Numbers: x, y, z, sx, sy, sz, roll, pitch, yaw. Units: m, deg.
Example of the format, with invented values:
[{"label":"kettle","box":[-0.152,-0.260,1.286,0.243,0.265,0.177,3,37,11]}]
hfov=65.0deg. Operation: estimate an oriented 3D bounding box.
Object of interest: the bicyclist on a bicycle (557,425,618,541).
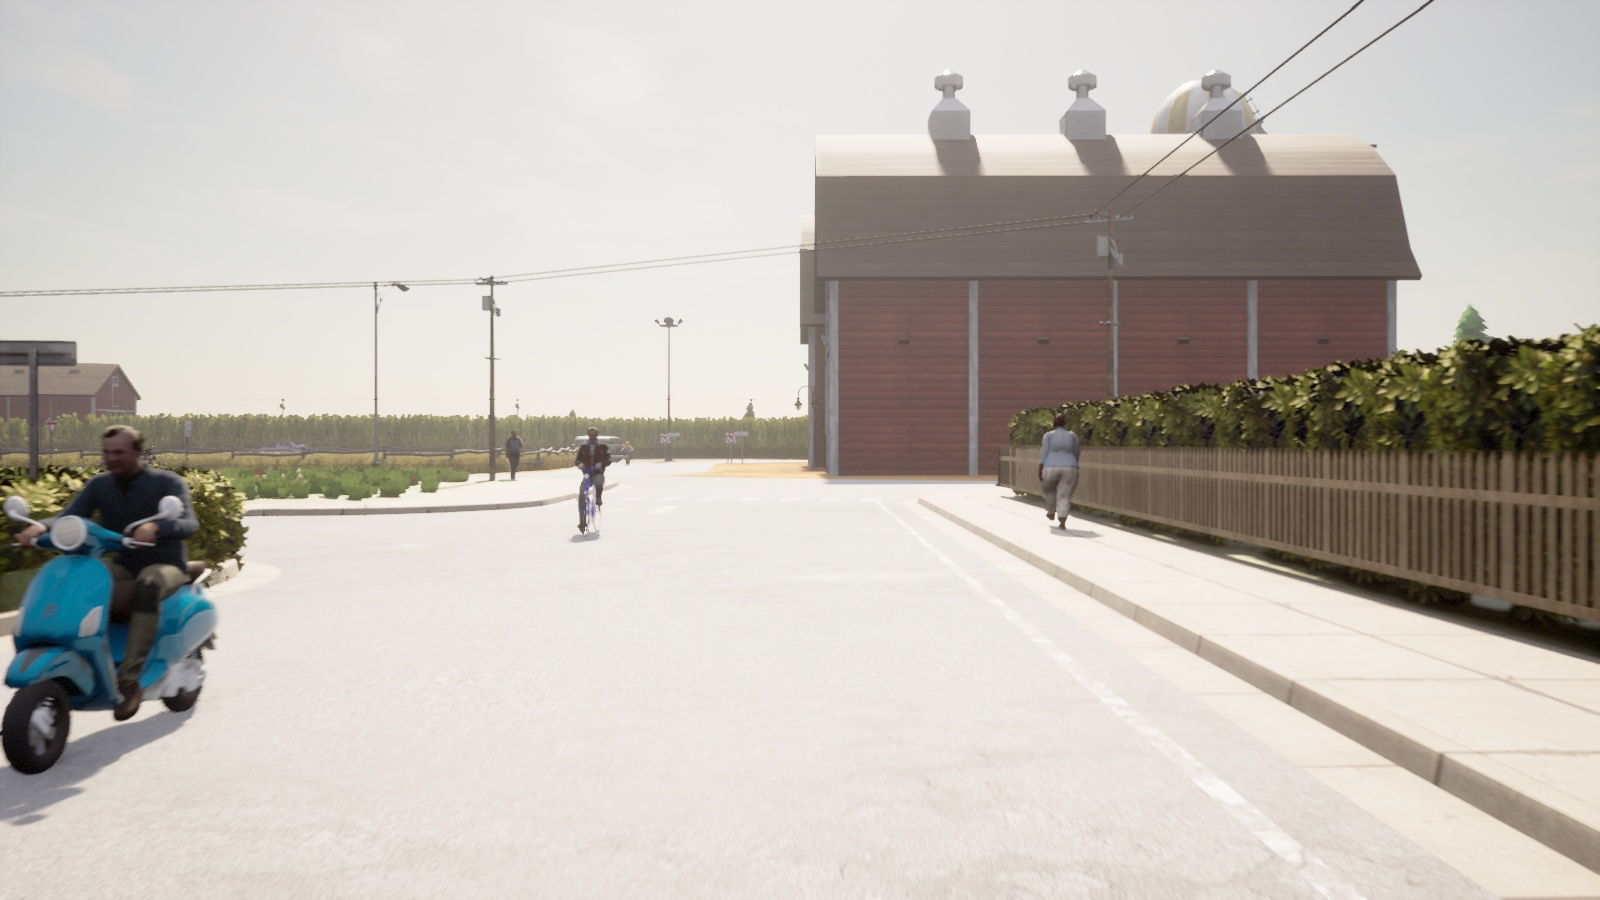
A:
[{"label":"bicyclist on a bicycle","box":[-3.370,0.501,20.071,0.659,1.776,1.843,0,0,0]}]

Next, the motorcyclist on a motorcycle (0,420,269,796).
[{"label":"motorcyclist on a motorcycle","box":[-3.449,0.662,6.218,0.866,1.590,1.817,0,0,0]}]

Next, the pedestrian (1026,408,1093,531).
[{"label":"pedestrian","box":[3.999,0.295,19.394,0.874,1.855,0.900,0,0,2]}]

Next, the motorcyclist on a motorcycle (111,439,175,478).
[{"label":"motorcyclist on a motorcycle","box":[-27.974,0.372,53.472,2.350,1.649,0.766,0,0,0]}]

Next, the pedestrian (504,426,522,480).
[{"label":"pedestrian","box":[-9.980,0.097,43.681,0.540,1.848,0.694,0,0,-21]}]

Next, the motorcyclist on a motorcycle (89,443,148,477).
[{"label":"motorcyclist on a motorcycle","box":[-30.922,0.434,56.989,2.191,1.530,0.866,0,0,0]}]

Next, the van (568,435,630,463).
[{"label":"van","box":[-15.260,-0.079,95.424,4.480,2.038,2.069,0,0,35]}]
